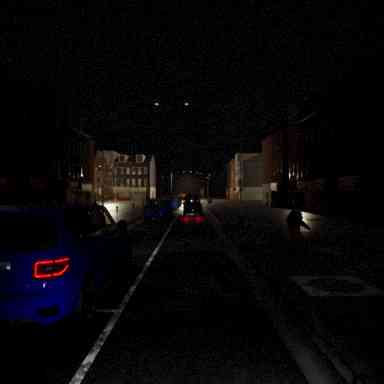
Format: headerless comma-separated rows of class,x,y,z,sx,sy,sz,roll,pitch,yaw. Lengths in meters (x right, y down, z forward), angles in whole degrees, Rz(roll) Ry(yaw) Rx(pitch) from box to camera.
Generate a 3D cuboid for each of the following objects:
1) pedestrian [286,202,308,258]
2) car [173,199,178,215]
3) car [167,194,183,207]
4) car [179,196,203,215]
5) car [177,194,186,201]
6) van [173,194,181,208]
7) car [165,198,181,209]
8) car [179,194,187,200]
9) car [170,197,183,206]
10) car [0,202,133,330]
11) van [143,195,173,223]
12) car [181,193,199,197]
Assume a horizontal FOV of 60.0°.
pedestrian,3.262,1.143,10.358,0.375,1.860,0.375,0,0,0
car,-2.645,1.570,30.659,1.947,1.339,4.313,0,0,0
car,-2.649,1.334,52.395,2.192,1.841,5.009,0,0,0
car,0.082,1.497,33.221,2.128,1.511,4.902,0,0,0
car,-2.652,1.376,84.239,2.192,1.841,5.009,0,0,0
van,-2.647,1.351,41.527,1.690,1.788,3.998,0,0,0
car,-2.647,1.559,46.961,1.887,1.381,4.507,0,0,0
car,-2.653,1.396,95.092,2.192,1.841,5.009,0,0,0
car,-2.648,1.569,57.828,1.887,1.381,4.507,0,0,0
car,-2.752,1.224,7.109,2.150,2.045,5.566,0,0,0
van,-2.646,1.343,25.225,1.690,1.788,3.998,0,0,0
car,0.041,1.233,43.521,2.150,2.045,5.566,0,0,1
